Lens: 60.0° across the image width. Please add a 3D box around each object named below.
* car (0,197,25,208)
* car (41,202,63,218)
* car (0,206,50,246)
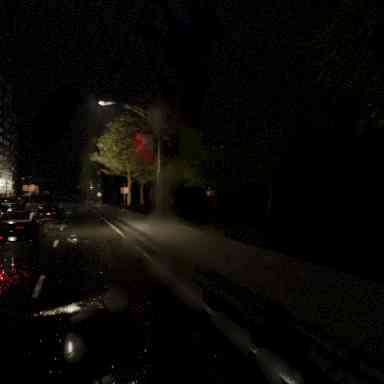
[{"bbox_3d":[-16.996,1.500,31.081,2.150,2.045,5.566,-1,0,-19],"label":"car"},{"bbox_3d":[-13.901,1.759,32.666,1.837,1.490,4.892,-1,0,-19],"label":"car"},{"bbox_3d":[-7.905,1.622,15.462,1.837,1.490,4.892,-1,0,-19],"label":"car"}]
